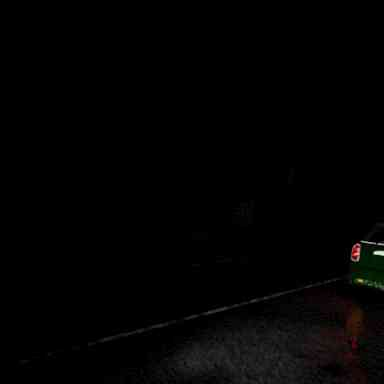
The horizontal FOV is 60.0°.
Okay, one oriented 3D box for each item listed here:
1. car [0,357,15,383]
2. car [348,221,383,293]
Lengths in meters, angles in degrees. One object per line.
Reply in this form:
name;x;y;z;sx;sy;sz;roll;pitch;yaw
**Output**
car;-3.417;1.480;1.308;4.902;1.511;2.128;0;0;-36
car;5.717;1.402;7.835;4.553;1.767;2.097;1;0;-36
